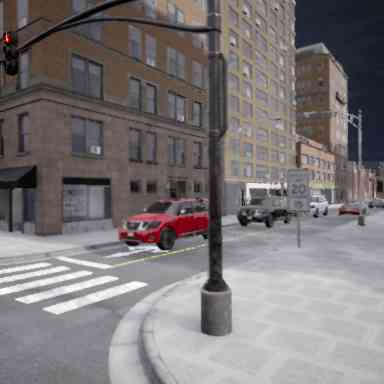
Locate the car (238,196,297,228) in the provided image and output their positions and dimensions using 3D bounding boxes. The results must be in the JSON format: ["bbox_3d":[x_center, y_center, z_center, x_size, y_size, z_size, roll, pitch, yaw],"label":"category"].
[{"bbox_3d":[5.309,1.327,23.669,2.150,2.045,5.566,-1,0,36],"label":"car"}]

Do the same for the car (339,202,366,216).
[{"bbox_3d":[16.526,1.678,34.189,1.994,1.385,4.181,-1,-1,36],"label":"car"}]

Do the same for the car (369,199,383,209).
[{"bbox_3d":[27.825,1.738,49.886,1.994,1.385,4.181,-1,-1,35],"label":"car"}]

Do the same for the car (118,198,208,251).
[{"bbox_3d":[-0.786,1.307,15.199,2.150,2.045,5.566,-1,0,36],"label":"car"}]

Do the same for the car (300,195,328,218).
[{"bbox_3d":[11.559,1.351,32.328,2.150,2.045,5.566,-1,-1,36],"label":"car"}]
